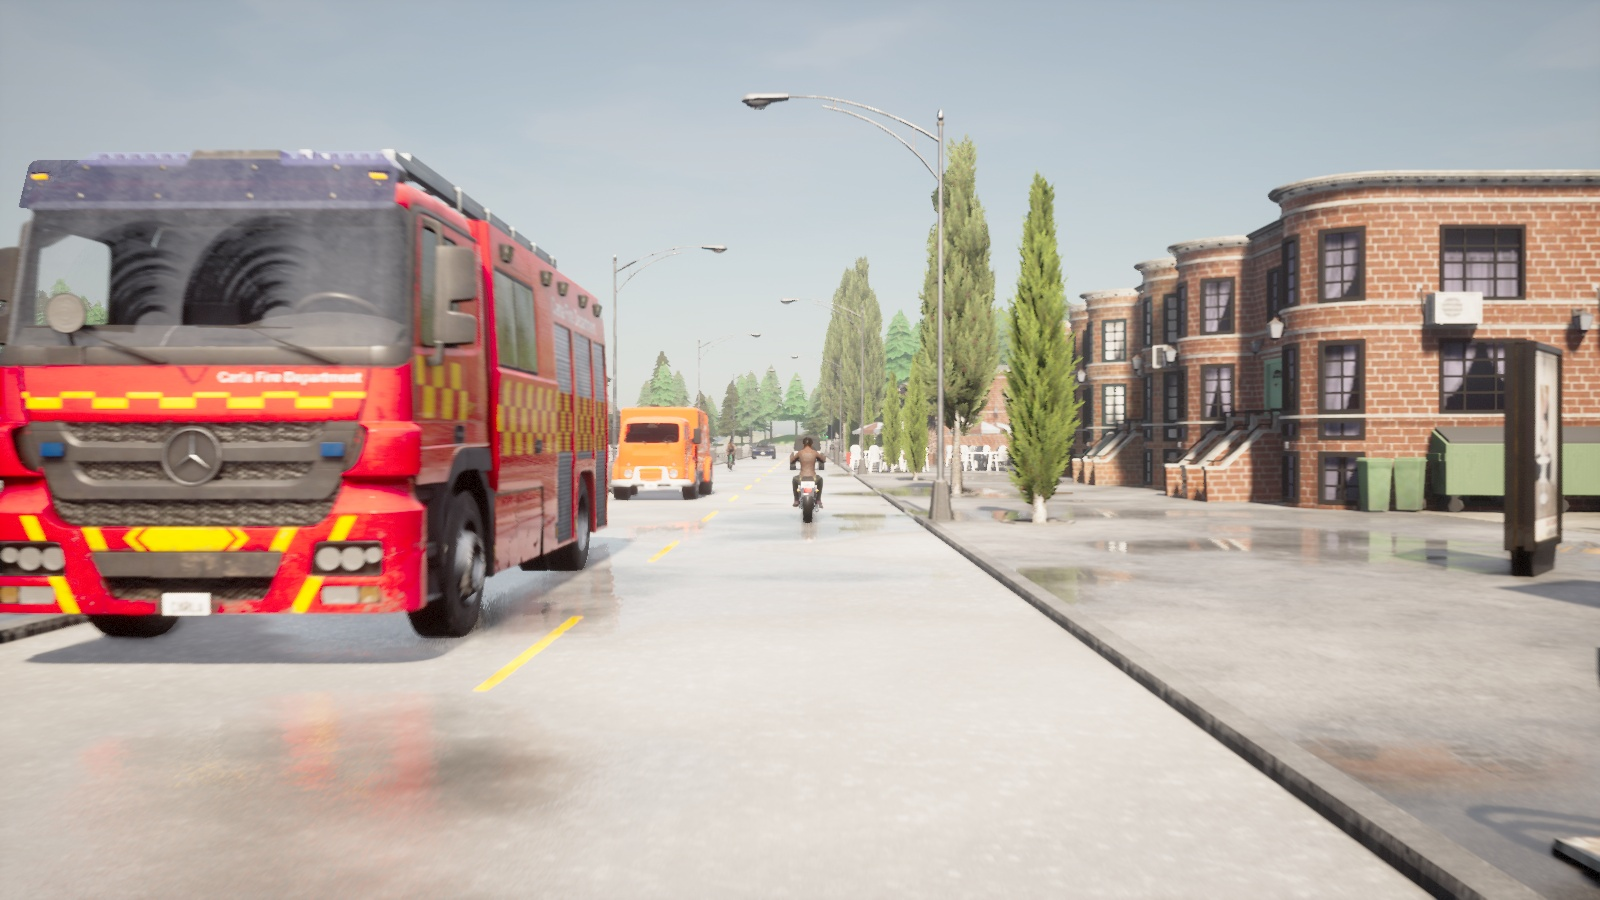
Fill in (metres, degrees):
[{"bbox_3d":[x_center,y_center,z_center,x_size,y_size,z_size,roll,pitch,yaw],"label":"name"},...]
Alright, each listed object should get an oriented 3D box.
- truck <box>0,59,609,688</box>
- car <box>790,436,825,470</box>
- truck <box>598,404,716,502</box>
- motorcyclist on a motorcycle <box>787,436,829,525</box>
[{"bbox_3d":[-3.918,-0.488,11.879,2.891,3.827,8.468,0,0,0],"label":"truck"},{"bbox_3d":[0.401,0.149,69.837,1.905,1.878,3.866,0,0,0],"label":"car"},{"bbox_3d":[-3.793,0.063,34.436,2.627,2.467,5.204,0,0,0],"label":"truck"},{"bbox_3d":[0.150,0.560,24.382,0.766,1.649,2.350,0,0,0],"label":"motorcyclist on a motorcycle"}]
